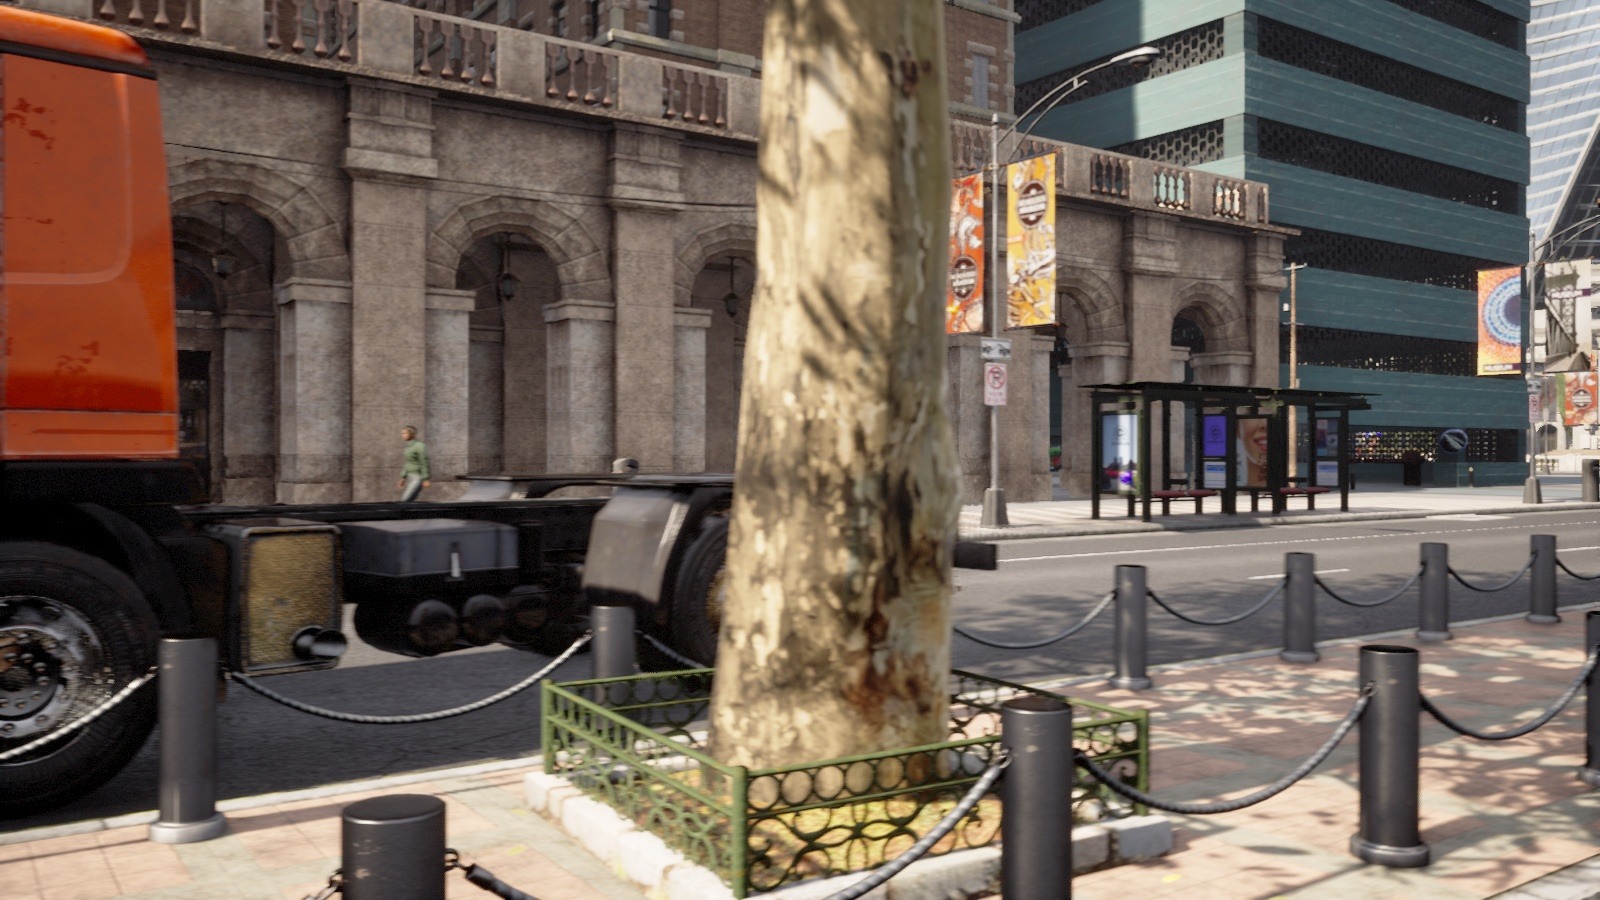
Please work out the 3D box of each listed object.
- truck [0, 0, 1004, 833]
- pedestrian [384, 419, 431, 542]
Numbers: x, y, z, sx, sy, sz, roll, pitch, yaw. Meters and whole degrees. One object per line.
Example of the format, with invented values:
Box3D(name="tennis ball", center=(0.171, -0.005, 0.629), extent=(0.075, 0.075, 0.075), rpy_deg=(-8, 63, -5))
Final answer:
Box3D(name="truck", center=(-2.451, -0.213, 7.535), extent=(7.936, 3.462, 2.891), rpy_deg=(0, 0, -42))
Box3D(name="pedestrian", center=(-6.020, 0.461, 19.255), extent=(0.614, 1.847, 0.353), rpy_deg=(0, 0, -34))
